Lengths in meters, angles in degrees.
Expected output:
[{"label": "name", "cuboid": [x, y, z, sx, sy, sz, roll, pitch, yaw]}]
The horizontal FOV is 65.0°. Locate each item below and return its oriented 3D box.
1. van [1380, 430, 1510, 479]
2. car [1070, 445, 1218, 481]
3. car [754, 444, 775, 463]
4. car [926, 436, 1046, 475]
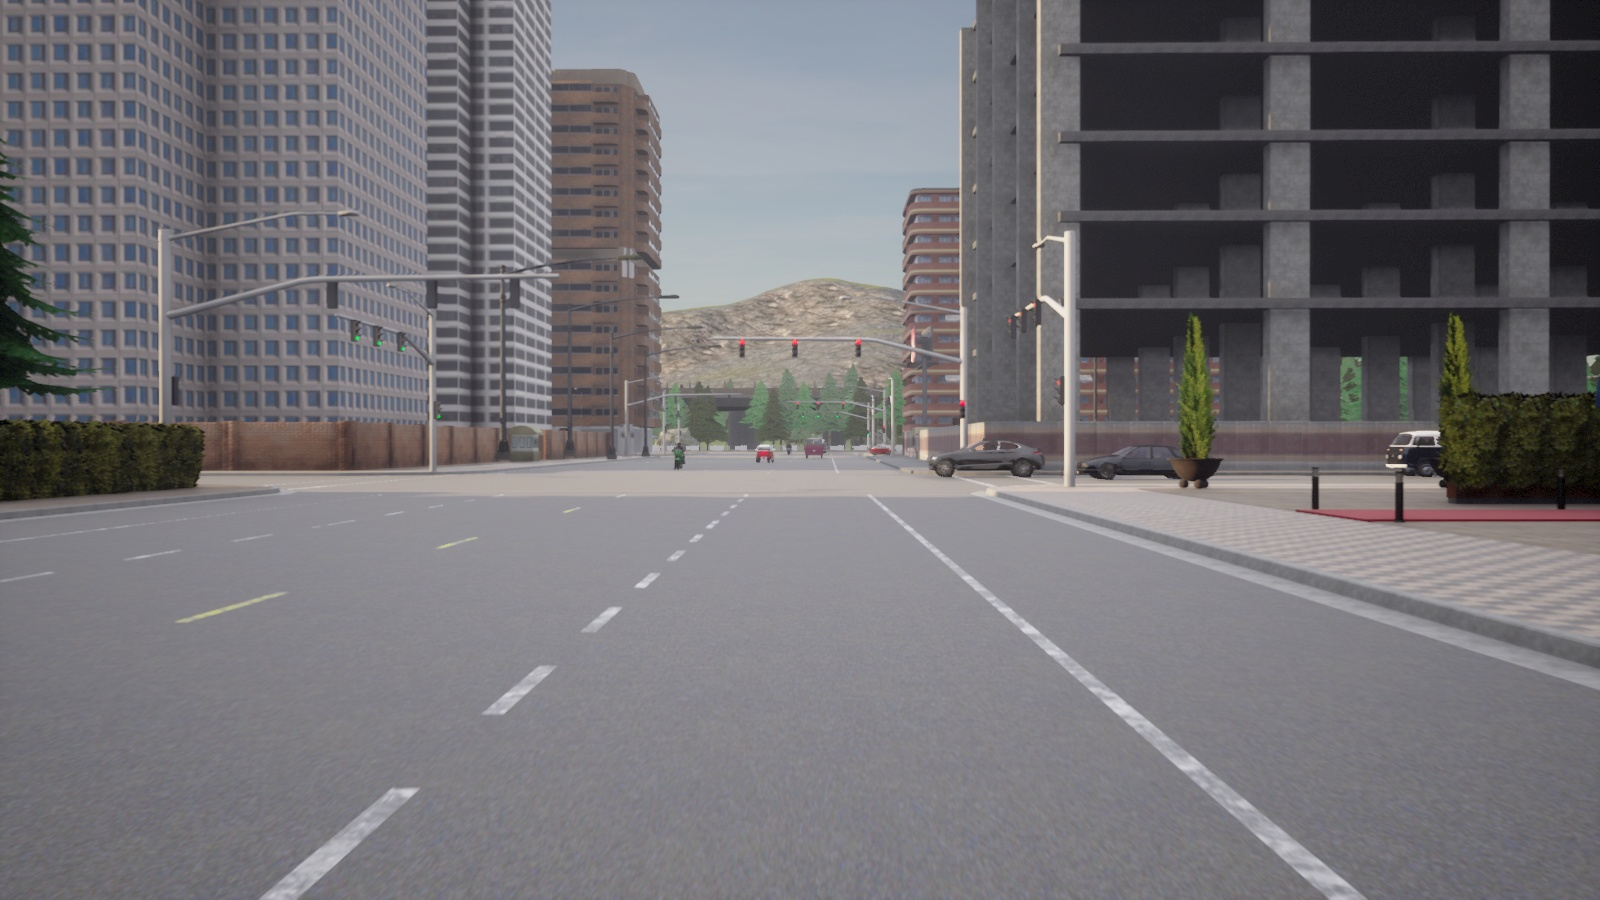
[{"label": "van", "cuboid": [27.483, 0.190, 53.633, 4.480, 2.038, 2.069, 0, 0, 1]}, {"label": "car", "cuboid": [13.713, 0.522, 50.305, 5.357, 1.411, 2.033, 0, 0, 1]}, {"label": "car", "cuboid": [-2.679, 0.261, 95.442, 1.481, 1.376, 2.207, 0, 1, 1]}, {"label": "car", "cuboid": [7.948, 0.227, 54.092, 5.027, 1.651, 2.152, 0, 0, 6]}]
